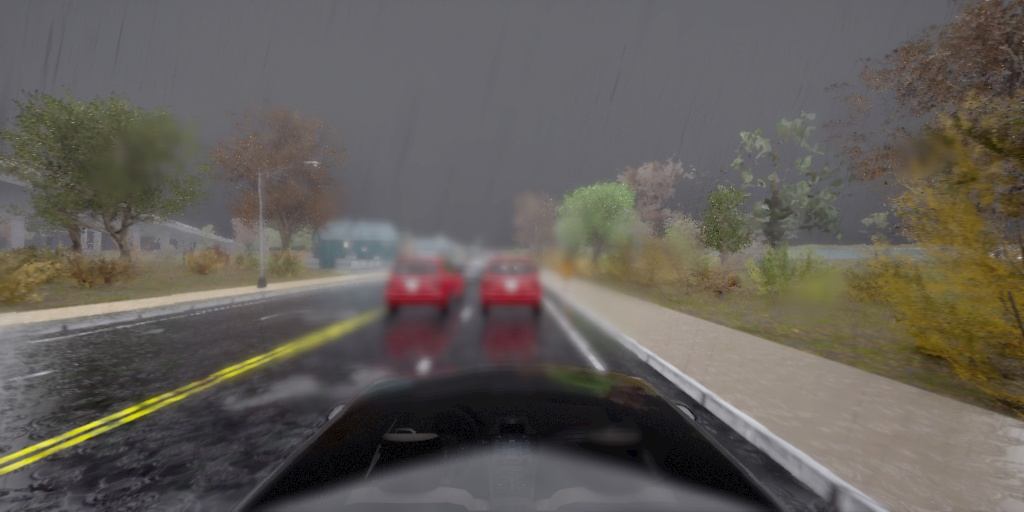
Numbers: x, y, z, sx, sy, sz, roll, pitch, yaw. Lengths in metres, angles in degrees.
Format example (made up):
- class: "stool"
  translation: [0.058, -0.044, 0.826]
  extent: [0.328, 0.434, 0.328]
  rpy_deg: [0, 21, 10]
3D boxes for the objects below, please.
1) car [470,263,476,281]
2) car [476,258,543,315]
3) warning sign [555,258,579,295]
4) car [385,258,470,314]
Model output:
- class: "car"
  translation: [-3.250, 1.558, 30.412]
  extent: [1.994, 1.385, 4.181]
  rpy_deg: [0, 0, 0]
- class: "car"
  translation: [0.001, 1.084, 14.397]
  extent: [2.150, 2.045, 5.566]
  rpy_deg: [0, 0, 0]
- class: "warning sign"
  translation: [2.834, 1.012, 18.814]
  extent: [1.300, 1.860, 1.060]
  rpy_deg: [0, 0, 0]
- class: "car"
  translation: [-3.249, 1.084, 14.411]
  extent: [2.150, 2.045, 5.566]
  rpy_deg: [0, 0, 0]
